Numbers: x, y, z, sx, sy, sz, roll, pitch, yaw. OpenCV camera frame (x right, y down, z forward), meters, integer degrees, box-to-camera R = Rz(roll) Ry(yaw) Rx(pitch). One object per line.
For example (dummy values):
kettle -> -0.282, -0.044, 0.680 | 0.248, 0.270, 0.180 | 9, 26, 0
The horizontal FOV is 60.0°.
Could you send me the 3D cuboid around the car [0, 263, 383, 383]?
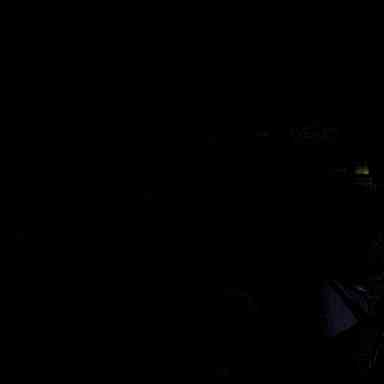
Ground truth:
car -> 0.533, 1.588, 3.542 | 5.357, 1.411, 2.033 | 0, -1, -39
